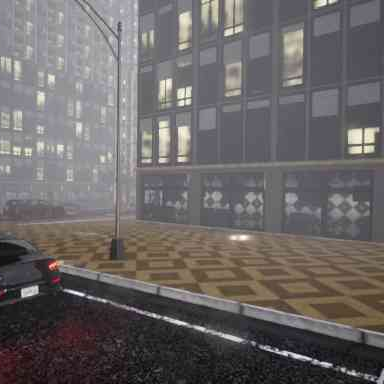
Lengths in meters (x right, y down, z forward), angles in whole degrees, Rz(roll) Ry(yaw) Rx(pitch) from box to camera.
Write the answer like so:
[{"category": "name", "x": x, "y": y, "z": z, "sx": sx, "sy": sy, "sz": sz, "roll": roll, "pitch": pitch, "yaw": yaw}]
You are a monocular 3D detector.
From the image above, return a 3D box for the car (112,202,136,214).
[{"category": "car", "x": -6.930, "y": 1.830, "z": 38.425, "sx": 1.752, "sy": 1.417, "sz": 4.829, "roll": 1, "pitch": 0, "yaw": 36}]

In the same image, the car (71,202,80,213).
[{"category": "car", "x": -14.758, "y": 1.729, "z": 37.550, "sx": 1.994, "sy": 1.385, "sz": 4.181, "roll": 1, "pitch": 0, "yaw": 36}]

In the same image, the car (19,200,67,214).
[{"category": "car", "x": -17.226, "y": 1.643, "z": 38.582, "sx": 1.752, "sy": 1.417, "sz": 4.829, "roll": 1, "pitch": 0, "yaw": 36}]

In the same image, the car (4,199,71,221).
[{"category": "car", "x": -13.722, "y": 1.520, "z": 29.209, "sx": 2.192, "sy": 1.841, "sz": 5.009, "roll": 1, "pitch": 0, "yaw": 36}]

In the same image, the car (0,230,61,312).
[{"category": "car", "x": -4.630, "y": 1.522, "z": 6.976, "sx": 4.674, "sy": 1.442, "sz": 1.812, "roll": 0, "pitch": 0, "yaw": 35}]

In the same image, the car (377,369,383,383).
[{"category": "car", "x": 3.259, "y": 1.353, "z": 1.362, "sx": 4.553, "sy": 1.767, "sz": 2.097, "roll": 0, "pitch": 0, "yaw": 35}]
